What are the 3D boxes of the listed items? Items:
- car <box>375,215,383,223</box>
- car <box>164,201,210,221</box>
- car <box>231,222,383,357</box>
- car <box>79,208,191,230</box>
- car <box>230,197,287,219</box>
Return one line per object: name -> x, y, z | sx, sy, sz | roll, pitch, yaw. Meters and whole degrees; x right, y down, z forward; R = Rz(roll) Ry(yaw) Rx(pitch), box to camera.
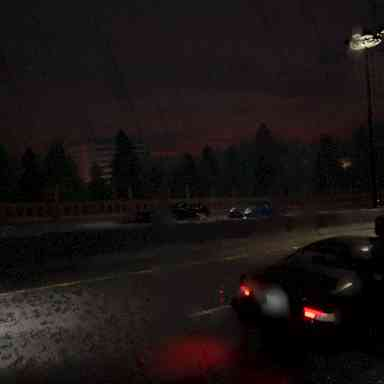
car -> 10.533, 1.428, 15.562 | 5.008, 1.535, 1.882 | 0, 0, -36
car -> -0.869, 1.468, 24.863 | 4.892, 1.490, 1.837 | 0, 0, -35
car -> 3.176, 1.537, 6.013 | 5.357, 1.411, 2.033 | 0, 0, -36
car -> -2.653, 1.591, 14.996 | 4.718, 1.301, 1.895 | 0, 0, -35
car -> 4.946, 1.299, 24.710 | 4.553, 1.767, 2.097 | 0, 0, -35
